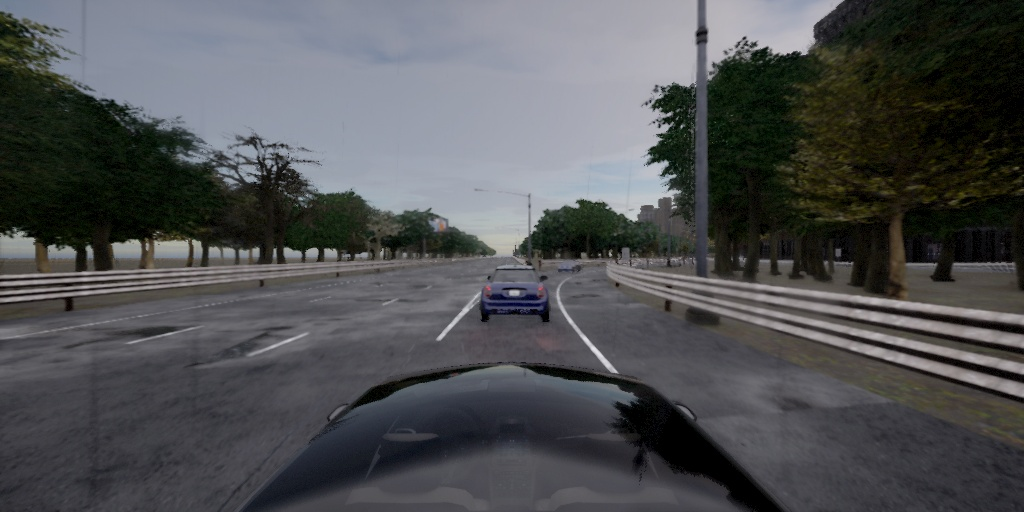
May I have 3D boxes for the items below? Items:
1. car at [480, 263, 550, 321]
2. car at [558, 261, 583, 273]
[{"bbox_3d":[0.188,1.091,12.539,2.097,1.767,4.553,0,0,3],"label":"car"},{"bbox_3d":[6.806,1.254,41.687,2.033,1.411,5.357,0,0,23],"label":"car"}]
